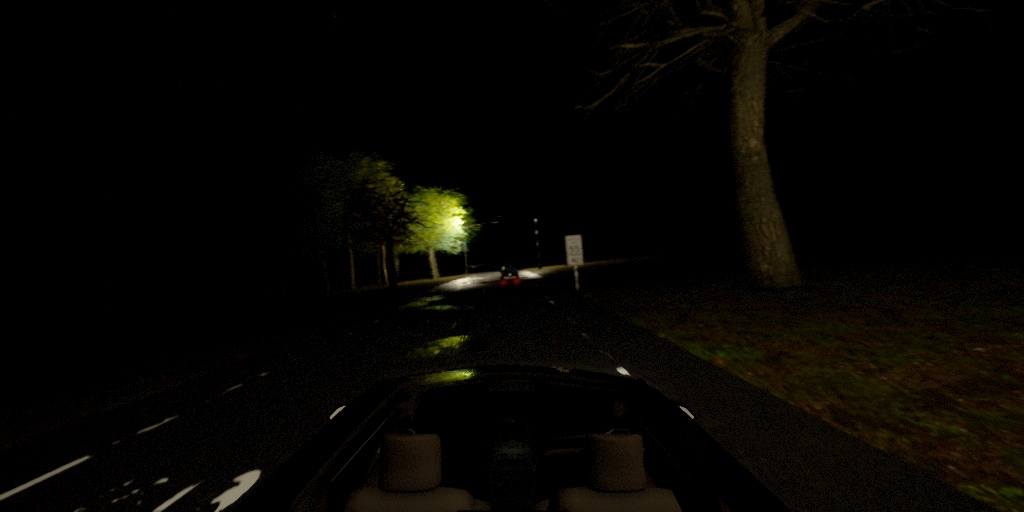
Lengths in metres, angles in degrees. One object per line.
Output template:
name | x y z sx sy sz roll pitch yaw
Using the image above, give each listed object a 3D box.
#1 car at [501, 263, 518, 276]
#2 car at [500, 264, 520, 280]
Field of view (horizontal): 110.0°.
car | -0.312 1.859 49.465 2.128 1.511 4.902 -5 -1 0
car | -0.235 1.647 37.828 1.812 1.442 4.674 -5 -1 0
